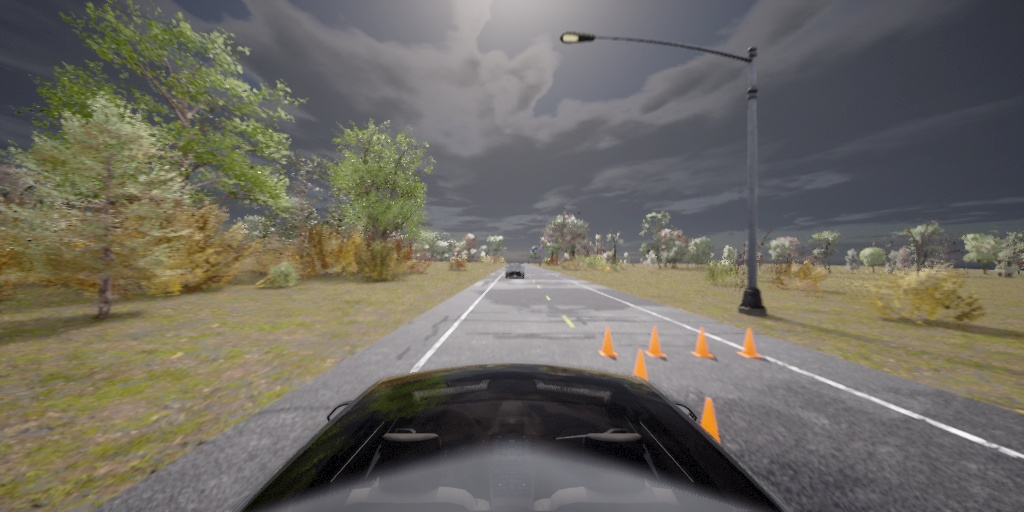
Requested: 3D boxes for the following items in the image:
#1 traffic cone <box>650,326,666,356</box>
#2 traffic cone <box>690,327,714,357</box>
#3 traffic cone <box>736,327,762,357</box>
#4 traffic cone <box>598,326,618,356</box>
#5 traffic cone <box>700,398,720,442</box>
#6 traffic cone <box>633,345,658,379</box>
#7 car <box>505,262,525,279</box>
[{"bbox_3d":[3.040,1.797,7.642,0.340,0.580,0.340,0,0,1],"label":"traffic cone"},{"bbox_3d":[4.040,1.806,7.632,0.340,0.580,0.340,0,0,1],"label":"traffic cone"},{"bbox_3d":[5.040,1.816,7.623,0.340,0.580,0.340,0,0,1],"label":"traffic cone"},{"bbox_3d":[2.040,1.787,7.651,0.340,0.580,0.340,0,0,1],"label":"traffic cone"},{"bbox_3d":[2.003,1.745,3.652,0.340,0.580,0.340,0,0,1],"label":"traffic cone"},{"bbox_3d":[2.021,1.766,5.651,0.340,0.580,0.340,0,0,1],"label":"traffic cone"},{"bbox_3d":[0.329,1.500,38.782,2.097,1.767,4.553,1,-1,1],"label":"car"}]
